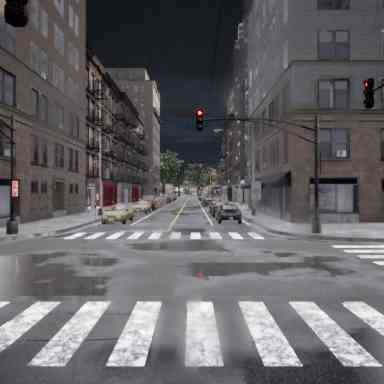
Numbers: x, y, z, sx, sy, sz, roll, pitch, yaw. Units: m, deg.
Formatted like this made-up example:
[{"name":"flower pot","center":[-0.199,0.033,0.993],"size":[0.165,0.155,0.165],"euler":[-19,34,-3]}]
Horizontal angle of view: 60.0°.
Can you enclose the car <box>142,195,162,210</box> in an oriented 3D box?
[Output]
[{"name":"car","center":[-5.375,1.317,41.153],"size":[2.192,1.841,5.009],"euler":[0,0,0]}]

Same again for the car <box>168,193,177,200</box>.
[{"name":"car","center":[-5.315,1.326,90.491],"size":[2.192,1.841,5.009],"euler":[0,0,0]}]

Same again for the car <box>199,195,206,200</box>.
[{"name":"car","center":[2.714,1.593,90.484],"size":[1.802,1.307,4.206],"euler":[0,0,0]}]

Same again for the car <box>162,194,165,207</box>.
[{"name":"car","center":[-5.369,1.443,46.635],"size":[1.967,1.590,4.097],"euler":[0,0,0]}]

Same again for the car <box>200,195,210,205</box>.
[{"name":"car","center":[2.681,1.555,52.109],"size":[2.008,1.369,4.403],"euler":[0,0,0]}]

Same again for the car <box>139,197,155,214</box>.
[{"name":"car","center":[-5.382,1.527,35.500],"size":[1.752,1.417,4.829],"euler":[0,0,0]}]

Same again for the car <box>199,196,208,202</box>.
[{"name":"car","center":[2.705,1.553,79.520],"size":[1.887,1.381,4.507],"euler":[0,0,0]}]

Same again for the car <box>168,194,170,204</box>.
[{"name":"car","center":[-5.356,1.555,57.599],"size":[2.008,1.369,4.403],"euler":[0,0,0]}]

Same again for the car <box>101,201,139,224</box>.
[{"name":"car","center":[-5.396,1.526,24.537],"size":[1.752,1.417,4.829],"euler":[0,0,0]}]

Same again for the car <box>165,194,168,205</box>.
[{"name":"car","center":[-5.362,1.444,52.117],"size":[1.967,1.590,4.097],"euler":[0,0,0]}]

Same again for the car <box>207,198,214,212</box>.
[{"name":"car","center":[2.662,1.546,30.182],"size":[1.887,1.381,4.507],"euler":[0,0,0]}]

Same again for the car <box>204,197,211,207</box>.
[{"name":"car","center":[2.667,1.552,35.664],"size":[2.008,1.369,4.403],"euler":[0,0,0]}]

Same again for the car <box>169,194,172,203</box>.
[{"name":"car","center":[-5.349,1.571,63.081],"size":[1.947,1.339,4.313],"euler":[0,0,0]}]

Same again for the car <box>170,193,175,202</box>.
[{"name":"car","center":[-5.342,1.321,68.563],"size":[2.192,1.841,5.009],"euler":[0,0,0]}]

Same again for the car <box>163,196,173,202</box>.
[{"name":"car","center":[-5.336,1.533,73.875],"size":[1.752,1.417,4.829],"euler":[0,0,0]}]

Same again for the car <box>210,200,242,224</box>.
[{"name":"car","center":[2.658,1.551,24.700],"size":[2.008,1.369,4.403],"euler":[0,0,0]}]
